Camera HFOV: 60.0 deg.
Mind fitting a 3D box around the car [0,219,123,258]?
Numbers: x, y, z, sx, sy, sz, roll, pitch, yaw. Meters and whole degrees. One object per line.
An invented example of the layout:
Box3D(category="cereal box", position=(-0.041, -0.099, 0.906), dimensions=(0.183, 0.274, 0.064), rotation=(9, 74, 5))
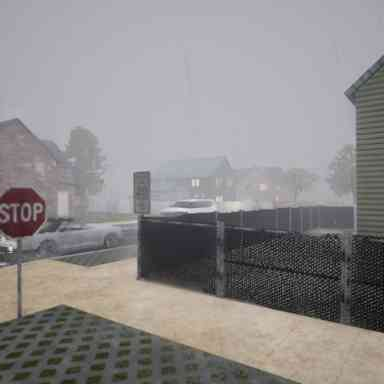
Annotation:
Box3D(category="car", position=(-5.064, 1.727, 13.470), dimensions=(1.895, 1.301, 4.718), rotation=(-1, -1, 36))

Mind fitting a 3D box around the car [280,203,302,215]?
Box3D(category="car", position=(12.544, 2.220, 42.712), dimensions=(2.128, 1.511, 4.902), rotation=(-1, -1, 36))

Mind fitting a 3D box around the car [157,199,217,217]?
Box3D(category="car", position=(-0.200, 1.559, 25.111), dimensions=(2.150, 2.045, 5.566), rotation=(-1, -1, 36))
